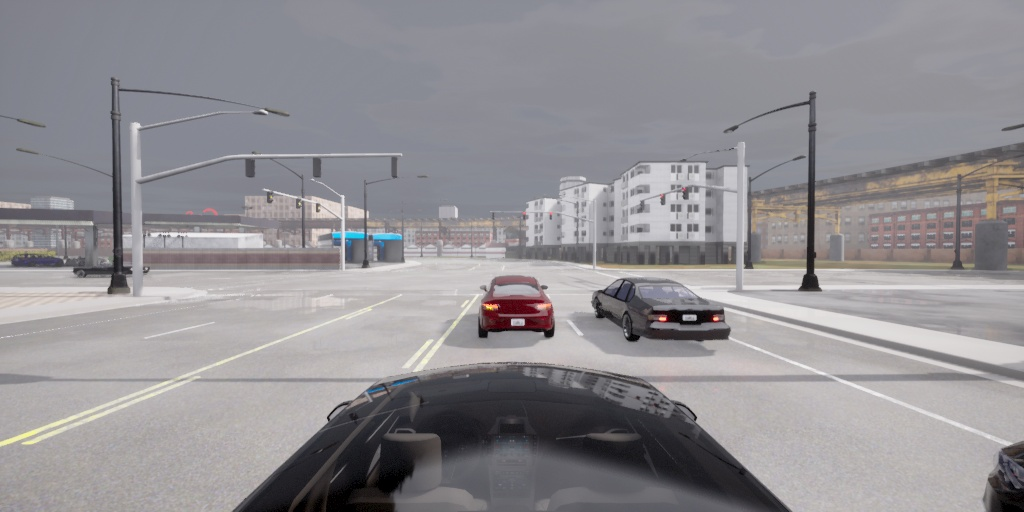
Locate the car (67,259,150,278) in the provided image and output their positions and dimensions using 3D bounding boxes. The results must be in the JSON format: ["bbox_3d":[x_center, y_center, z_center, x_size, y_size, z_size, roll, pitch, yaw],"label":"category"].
[{"bbox_3d":[-33.736,1.134,30.202,4.718,1.301,1.895,0,1,-1],"label":"car"}]

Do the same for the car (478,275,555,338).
[{"bbox_3d":[0.067,1.256,10.026,1.812,1.442,4.674,0,0,-1],"label":"car"}]

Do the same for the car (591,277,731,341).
[{"bbox_3d":[3.578,1.282,9.743,2.033,1.411,5.357,0,0,0],"label":"car"}]
